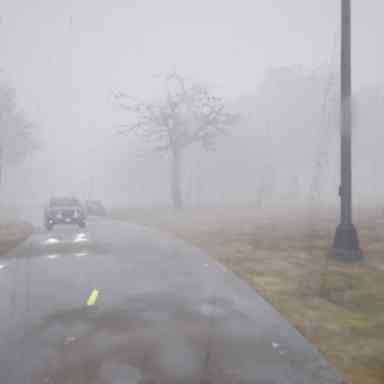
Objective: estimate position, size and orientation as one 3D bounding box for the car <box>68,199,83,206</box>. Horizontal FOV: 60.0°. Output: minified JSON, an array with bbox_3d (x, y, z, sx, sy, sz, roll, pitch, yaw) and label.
[{"bbox_3d":[-23.784,2.170,68.088,1.895,1.301,4.718,0,0,-6],"label":"car"}]

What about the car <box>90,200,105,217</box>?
[{"bbox_3d":[-10.383,1.622,33.641,2.097,1.767,4.553,0,-1,-31],"label":"car"}]

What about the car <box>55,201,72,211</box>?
[{"bbox_3d":[-19.199,2.074,49.789,2.033,1.411,5.357,0,-1,-18],"label":"car"}]

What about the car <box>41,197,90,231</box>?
[{"bbox_3d":[-8.339,1.307,21.629,2.150,2.045,5.566,1,-1,-26],"label":"car"}]

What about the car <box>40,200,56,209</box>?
[{"bbox_3d":[-24.843,2.161,57.652,1.837,1.490,4.892,0,-1,-14],"label":"car"}]
